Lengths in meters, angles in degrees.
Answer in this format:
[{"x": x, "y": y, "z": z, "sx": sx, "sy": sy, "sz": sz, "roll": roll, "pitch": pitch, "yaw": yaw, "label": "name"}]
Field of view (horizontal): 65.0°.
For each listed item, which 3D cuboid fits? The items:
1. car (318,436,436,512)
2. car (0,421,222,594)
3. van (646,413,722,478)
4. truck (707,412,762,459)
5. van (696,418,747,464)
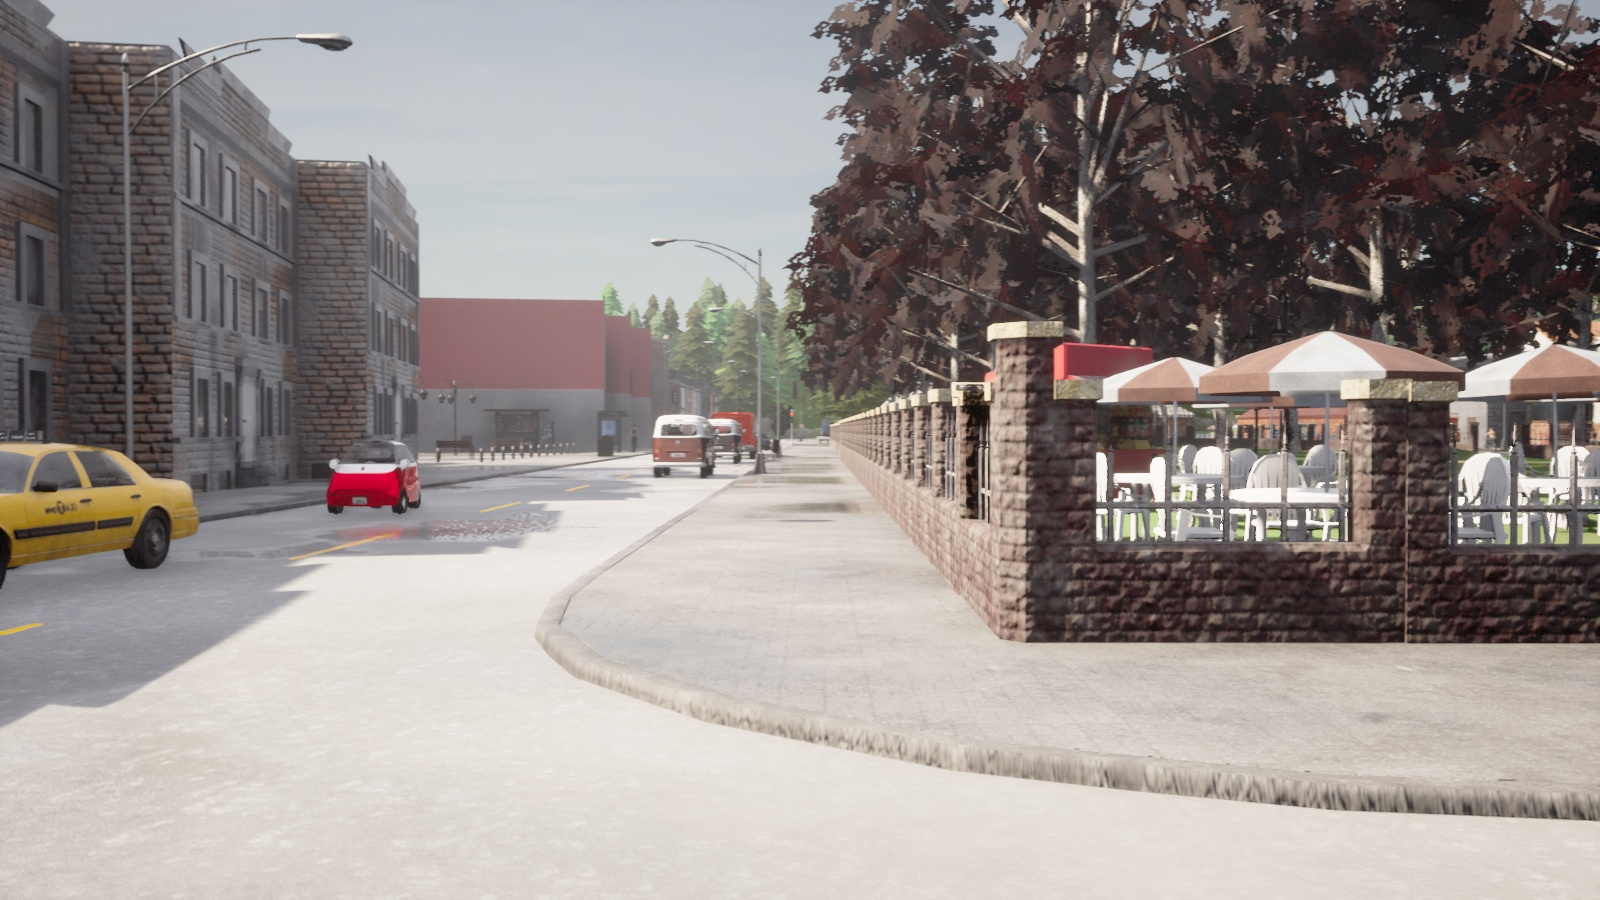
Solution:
[{"x": -8.032, "y": 0.434, "z": 24.004, "sx": 1.481, "sy": 1.376, "sz": 2.207, "roll": 0, "pitch": 1, "yaw": 1, "label": "car"}, {"x": -8.164, "y": 0.503, "z": 13.033, "sx": 1.801, "sy": 1.575, "sz": 5.366, "roll": 0, "pitch": 1, "yaw": 1, "label": "car"}, {"x": -3.811, "y": -0.168, "z": 41.919, "sx": 2.069, "sy": 2.038, "sz": 4.480, "roll": 0, "pitch": 1, "yaw": 1, "label": "van"}, {"x": -3.480, "y": -0.801, "z": 67.755, "sx": 2.627, "sy": 2.467, "sz": 5.204, "roll": 0, "pitch": 1, "yaw": 1, "label": "truck"}, {"x": -3.606, "y": -0.439, "z": 58.414, "sx": 2.069, "sy": 2.038, "sz": 4.480, "roll": 0, "pitch": 1, "yaw": 1, "label": "van"}]
